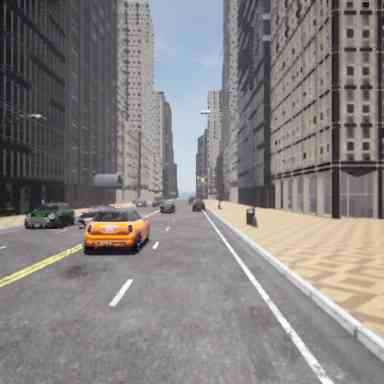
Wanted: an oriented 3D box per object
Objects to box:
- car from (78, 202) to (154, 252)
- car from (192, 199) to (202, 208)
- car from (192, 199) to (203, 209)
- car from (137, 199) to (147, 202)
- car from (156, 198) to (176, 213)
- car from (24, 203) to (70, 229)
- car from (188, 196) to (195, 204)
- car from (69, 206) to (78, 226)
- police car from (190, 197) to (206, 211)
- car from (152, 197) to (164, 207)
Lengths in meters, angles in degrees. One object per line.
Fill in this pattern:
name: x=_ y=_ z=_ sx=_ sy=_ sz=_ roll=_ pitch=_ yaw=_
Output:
car: x=-3.146 y=1.497 z=14.830 sx=2.097 sy=1.767 sz=4.553 roll=0 pitch=-1 yaw=0
car: x=0.986 y=2.181 z=64.341 sx=1.882 sy=1.535 sz=5.008 roll=0 pitch=-1 yaw=0
car: x=0.985 y=2.087 z=58.532 sx=1.801 sy=1.575 sz=5.366 roll=0 pitch=-1 yaw=0
car: x=-9.749 y=2.211 z=64.690 sx=2.128 sy=1.511 sz=4.902 roll=0 pitch=-1 yaw=0
car: x=-3.142 y=1.954 z=44.462 sx=2.128 sy=1.511 sz=4.902 roll=0 pitch=-1 yaw=0
car: x=-9.839 y=1.585 z=23.386 sx=2.097 sy=1.767 sz=4.553 roll=0 pitch=-1 yaw=0
car: x=0.014 y=2.331 z=83.785 sx=1.837 sy=1.490 sz=4.892 roll=0 pitch=-1 yaw=0
car: x=-6.589 y=1.728 z=23.659 sx=2.128 sy=1.511 sz=4.902 roll=0 pitch=-1 yaw=0
police car: x=0.983 y=1.934 z=48.452 sx=1.930 sy=1.638 sz=5.238 roll=0 pitch=-1 yaw=0
car: x=-6.495 y=1.937 z=65.142 sx=2.150 sy=2.045 sz=5.566 roll=0 pitch=-1 yaw=0
